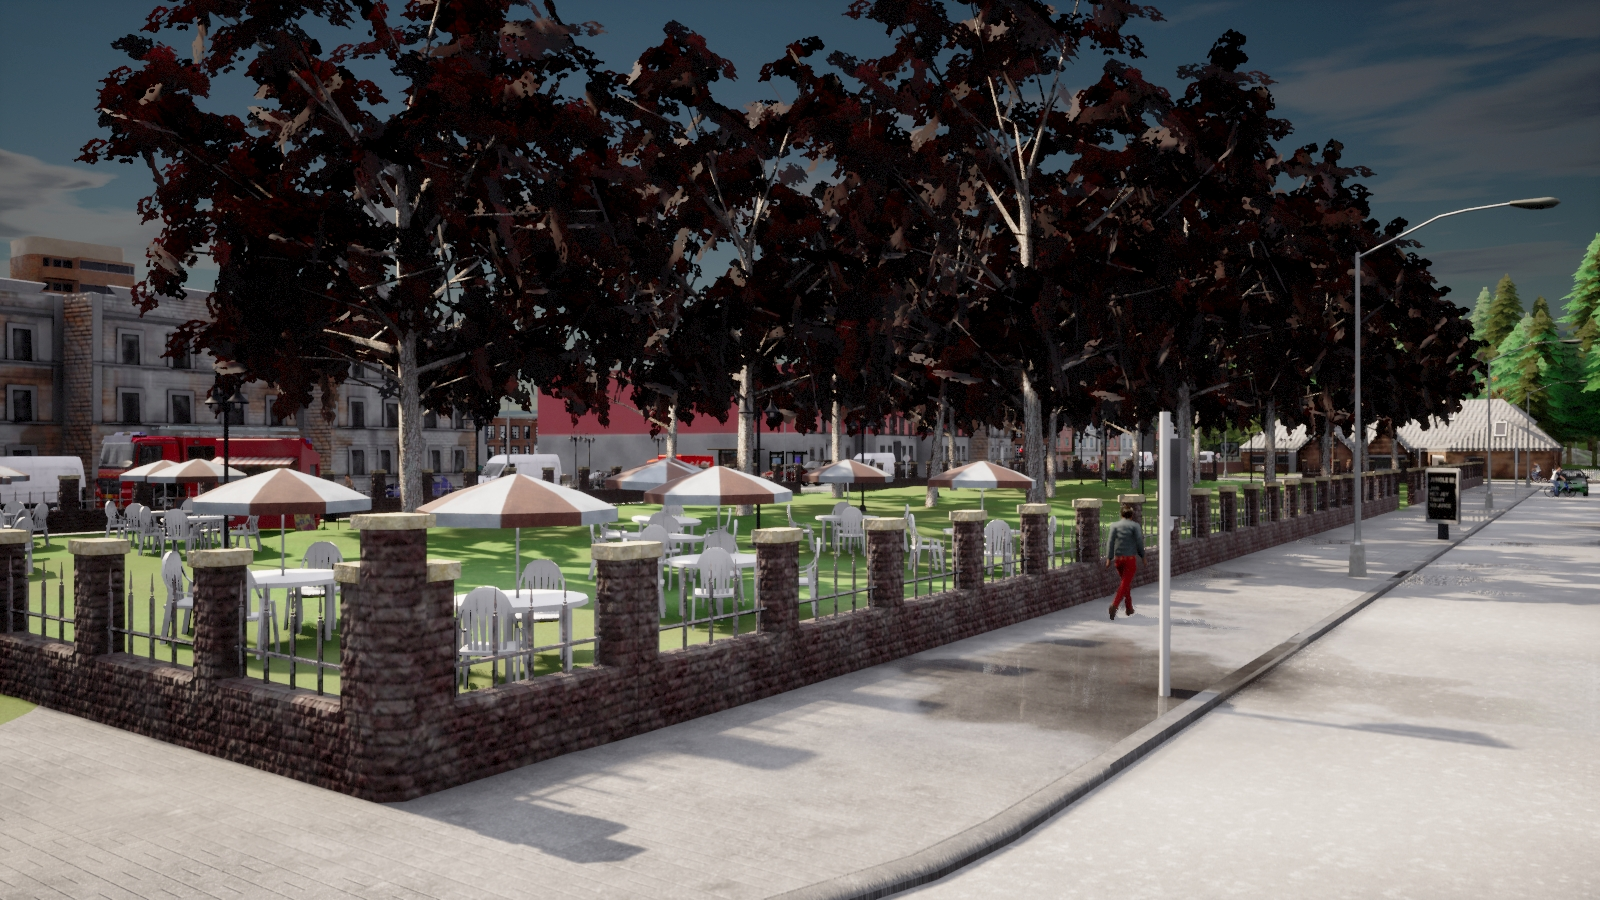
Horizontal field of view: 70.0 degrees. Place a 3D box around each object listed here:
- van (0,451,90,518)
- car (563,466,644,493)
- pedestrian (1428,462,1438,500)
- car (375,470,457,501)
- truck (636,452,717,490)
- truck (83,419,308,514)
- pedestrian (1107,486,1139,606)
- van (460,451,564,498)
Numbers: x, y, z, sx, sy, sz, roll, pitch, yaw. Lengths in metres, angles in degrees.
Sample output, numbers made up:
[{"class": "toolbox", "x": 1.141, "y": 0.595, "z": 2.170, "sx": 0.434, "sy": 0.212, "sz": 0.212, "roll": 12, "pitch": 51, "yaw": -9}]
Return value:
[{"class": "van", "x": -31.021, "y": 1.314, "z": 44.007, "sx": 1.988, "sy": 2.561, "sz": 5.915, "roll": 0, "pitch": 0, "yaw": 35}, {"class": "car", "x": -12.166, "y": 1.814, "z": 71.050, "sx": 2.097, "sy": 1.535, "sz": 5.006, "roll": 0, "pitch": 0, "yaw": 35}, {"class": "pedestrian", "x": 31.441, "y": 1.525, "z": 56.750, "sx": 0.375, "sy": 1.860, "sz": 0.375, "roll": 0, "pitch": 0, "yaw": 35}, {"class": "car", "x": -20.045, "y": 1.818, "z": 59.739, "sx": 1.845, "sy": 1.501, "sz": 3.633, "roll": 0, "pitch": 0, "yaw": 35}, {"class": "truck", "x": -8.233, "y": 1.348, "z": 76.671, "sx": 2.627, "sy": 2.467, "sz": 5.204, "roll": 0, "pitch": 0, "yaw": 35}, {"class": "truck", "x": -26.598, "y": 0.670, "z": 50.778, "sx": 2.891, "sy": 3.827, "sz": 8.468, "roll": 0, "pitch": 0, "yaw": 35}, {"class": "pedestrian", "x": 5.148, "y": 1.517, "z": 18.202, "sx": 0.375, "sy": 1.860, "sz": 0.375, "roll": 0, "pitch": 0, "yaw": 37}, {"class": "van", "x": -16.329, "y": 1.314, "z": 65.083, "sx": 1.988, "sy": 2.561, "sz": 5.915, "roll": 0, "pitch": 0, "yaw": 35}]
